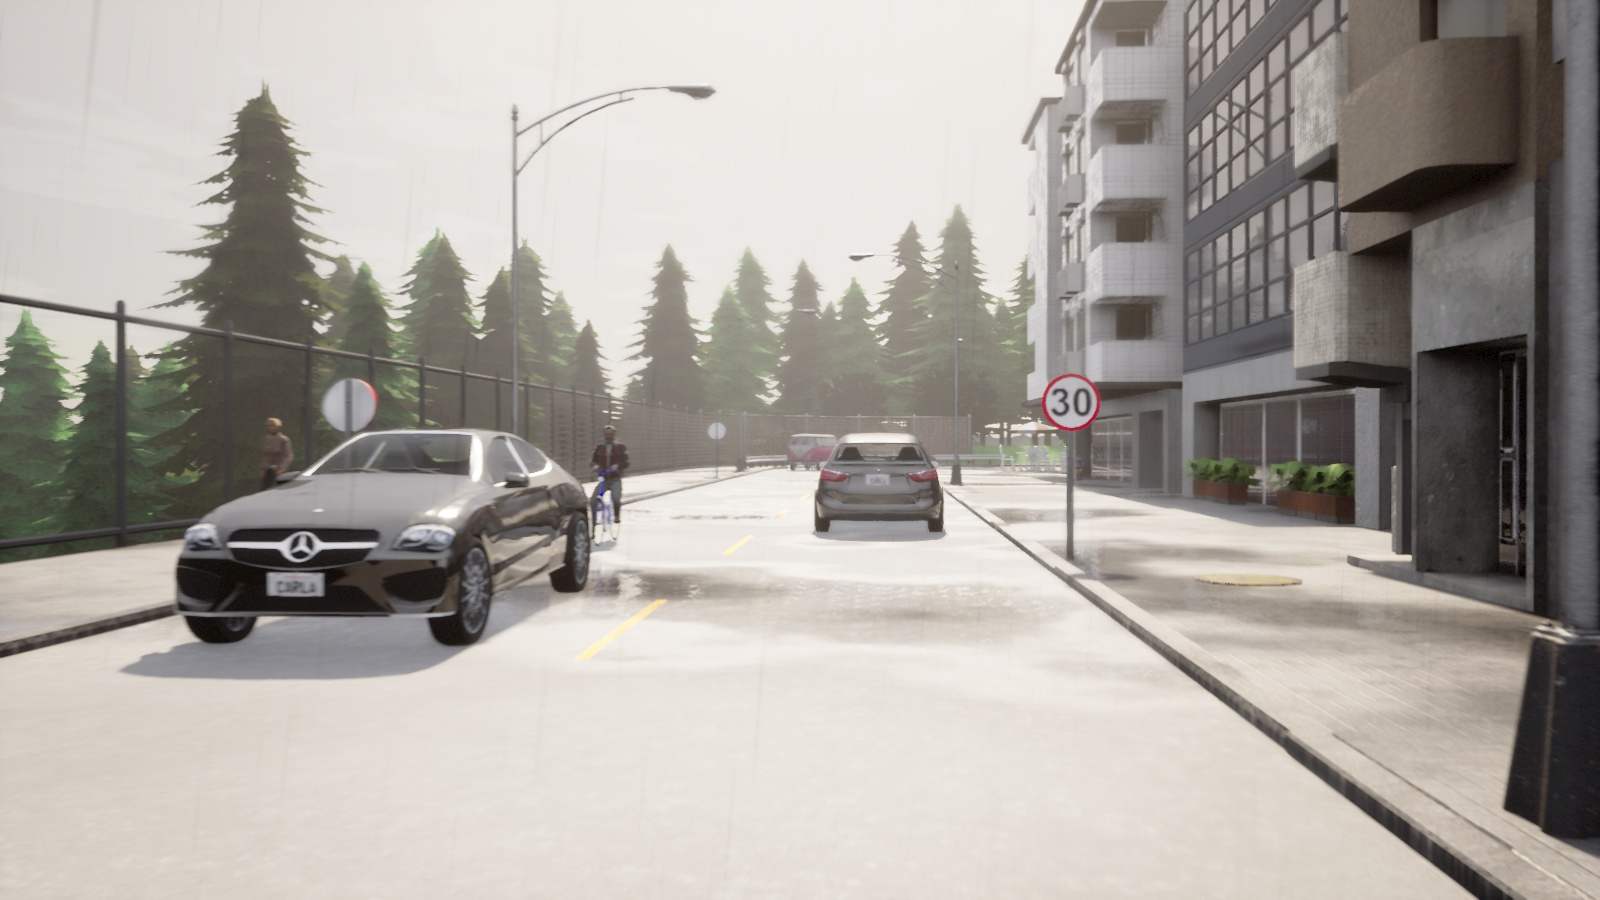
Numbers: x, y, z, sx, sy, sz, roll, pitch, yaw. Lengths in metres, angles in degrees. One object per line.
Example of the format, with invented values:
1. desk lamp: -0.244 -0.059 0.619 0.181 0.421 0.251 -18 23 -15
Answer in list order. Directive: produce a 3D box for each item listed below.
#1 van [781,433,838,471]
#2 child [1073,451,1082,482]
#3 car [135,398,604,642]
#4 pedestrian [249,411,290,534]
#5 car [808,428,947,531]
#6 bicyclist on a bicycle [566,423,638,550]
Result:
1. van: 0.555 0.116 68.024 1.775 1.987 4.442 0 0 18
2. child: 10.098 0.607 45.725 0.255 1.110 0.394 0 0 3
3. car: -3.339 0.458 11.074 2.152 1.651 5.027 0 0 4
4. pedestrian: -8.062 0.337 19.086 0.331 1.846 0.634 0 0 3
5. car: 1.390 0.465 22.621 2.242 1.667 4.611 0 0 4
6. bicyclist on a bicycle: -2.880 0.509 18.412 0.659 1.776 1.843 0 0 4
